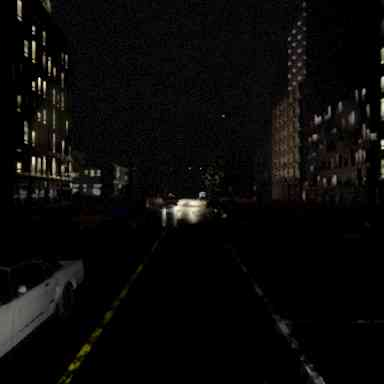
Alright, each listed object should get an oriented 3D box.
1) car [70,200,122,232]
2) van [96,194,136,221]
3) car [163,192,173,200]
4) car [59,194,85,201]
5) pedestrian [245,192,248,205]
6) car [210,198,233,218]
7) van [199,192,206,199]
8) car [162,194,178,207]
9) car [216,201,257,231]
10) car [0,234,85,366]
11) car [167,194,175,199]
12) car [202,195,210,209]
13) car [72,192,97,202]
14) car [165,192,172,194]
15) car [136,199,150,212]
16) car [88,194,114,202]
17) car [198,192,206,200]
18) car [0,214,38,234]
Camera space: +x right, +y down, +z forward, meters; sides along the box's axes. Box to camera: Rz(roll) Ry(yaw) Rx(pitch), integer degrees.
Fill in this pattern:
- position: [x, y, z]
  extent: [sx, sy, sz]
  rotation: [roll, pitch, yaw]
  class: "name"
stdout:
- position: [-5.688, 1.439, 19.599]
  extent: [1.752, 1.417, 4.829]
  rotation: [0, 0, 0]
  class: "car"
- position: [-5.687, 1.229, 25.307]
  extent: [1.690, 1.788, 3.998]
  rotation: [0, 0, 0]
  class: "van"
- position: [-5.691, 0.963, 79.951]
  extent: [2.192, 1.841, 5.009]
  rotation: [0, 0, 0]
  class: "car"
- position: [-22.818, 1.059, 63.324]
  extent: [4.206, 1.307, 1.802]
  rotation: [1, -1, -1]
  class: "car"
- position: [8.132, 0.948, 49.497]
  extent: [0.375, 1.860, 0.375]
  rotation: [0, 0, 0]
  class: "pedestrian"
- position: [2.692, 1.328, 25.308]
  extent: [1.967, 1.590, 4.097]
  rotation: [0, 0, 0]
  class: "car"
- position: [2.689, 0.965, 85.506]
  extent: [1.690, 1.788, 3.998]
  rotation: [0, 0, 0]
  class: "van"
- position: [-3.004, 1.352, 47.723]
  extent: [1.812, 1.442, 4.674]
  rotation: [0, 0, 0]
  class: "car"
- position: [2.692, 1.457, 19.770]
  extent: [1.887, 1.381, 4.507]
  rotation: [0, 0, 0]
  class: "car"
- position: [-3.101, 1.580, 4.536]
  extent: [1.895, 1.301, 4.718]
  rotation: [0, 0, 0]
  class: "car"
- position: [-5.693, 1.150, 91.055]
  extent: [2.008, 1.369, 4.403]
  rotation: [0, 0, 0]
  class: "car"
- position: [2.691, 1.381, 41.926]
  extent: [1.947, 1.339, 4.313]
  rotation: [0, 0, 0]
  class: "car"
- position: [-17.152, 0.857, 55.027]
  extent: [5.009, 1.841, 2.192]
  rotation: [1, -1, -1]
  class: "car"
- position: [-5.692, 1.254, 74.401]
  extent: [1.802, 1.307, 4.206]
  rotation: [0, 0, 0]
  class: "car"
- position: [-5.689, 1.405, 36.386]
  extent: [1.947, 1.339, 4.313]
  rotation: [0, 0, 0]
  class: "car"
- position: [-17.273, 1.090, 63.403]
  extent: [4.507, 1.381, 1.887]
  rotation: [1, -1, -1]
  class: "car"
- position: [2.688, 1.172, 80.125]
  extent: [1.752, 1.417, 4.829]
  rotation: [0, 0, 0]
  class: "car"
- position: [-5.687, 1.401, 8.690]
  extent: [1.967, 1.590, 4.097]
  rotation: [0, 0, 0]
  class: "car"
